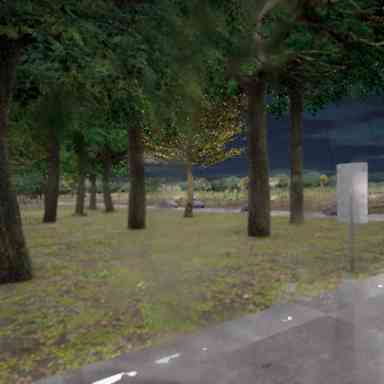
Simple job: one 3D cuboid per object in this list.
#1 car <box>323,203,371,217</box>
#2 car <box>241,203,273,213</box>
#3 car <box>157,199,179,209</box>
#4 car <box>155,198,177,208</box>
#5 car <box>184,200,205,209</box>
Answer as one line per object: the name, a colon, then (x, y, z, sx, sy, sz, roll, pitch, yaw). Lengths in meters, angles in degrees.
car: (14.942, 1.716, 32.264, 1.994, 1.385, 4.181, -2, 0, -35)
car: (8.128, 1.931, 41.932, 1.994, 1.385, 4.181, -2, 0, -35)
car: (-4.251, 2.254, 59.639, 1.837, 1.490, 4.892, -2, 0, -35)
car: (-5.176, 2.124, 65.726, 2.097, 1.767, 4.553, -2, 0, -35)
car: (0.352, 2.172, 57.991, 1.994, 1.385, 4.181, -2, 0, -34)
